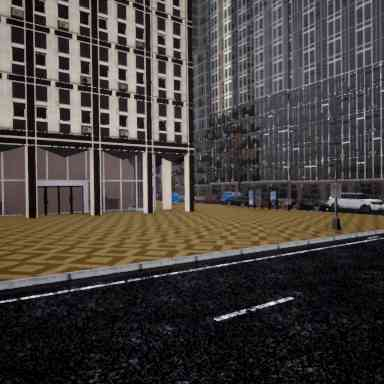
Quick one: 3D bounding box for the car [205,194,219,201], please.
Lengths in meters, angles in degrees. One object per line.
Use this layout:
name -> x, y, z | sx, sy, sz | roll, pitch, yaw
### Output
car -> 3.986, 1.042, 64.918 | 1.802, 1.307, 4.206 | -1, 1, -34

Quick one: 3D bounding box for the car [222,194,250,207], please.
car -> 6.603, 1.318, 46.079 | 1.947, 1.339, 4.313 | -1, 1, -34

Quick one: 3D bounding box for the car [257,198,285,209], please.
car -> 9.752, 1.386, 41.348 | 1.802, 1.307, 4.206 | -1, 1, -34

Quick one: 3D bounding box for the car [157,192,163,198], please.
car -> -5.606, 0.614, 79.012 | 2.192, 1.841, 5.009 | 0, 1, -34

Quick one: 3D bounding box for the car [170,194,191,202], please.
car -> -2.316, 1.056, 64.048 | 1.812, 1.442, 4.674 | -1, 1, -34

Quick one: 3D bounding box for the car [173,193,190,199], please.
car -> -2.408, 0.934, 74.316 | 1.802, 1.307, 4.206 | 0, 1, -34

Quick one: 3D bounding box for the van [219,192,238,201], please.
van -> 7.182, 0.853, 60.215 | 1.690, 1.788, 3.998 | -1, 1, -34

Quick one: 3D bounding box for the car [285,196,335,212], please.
car -> 12.935, 1.422, 36.637 | 1.947, 1.339, 4.313 | -1, 1, -34

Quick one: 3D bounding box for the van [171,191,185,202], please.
van -> -2.943, 0.936, 60.203 | 1.690, 1.788, 3.998 | 0, 1, -34

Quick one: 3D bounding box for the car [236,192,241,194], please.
car -> 8.986, 1.203, 47.266 | 2.128, 1.511, 4.902 | -1, 1, -34

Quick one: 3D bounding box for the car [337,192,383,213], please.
car -> 17.216, 1.066, 35.160 | 2.150, 2.045, 5.566 | -1, 1, -34
